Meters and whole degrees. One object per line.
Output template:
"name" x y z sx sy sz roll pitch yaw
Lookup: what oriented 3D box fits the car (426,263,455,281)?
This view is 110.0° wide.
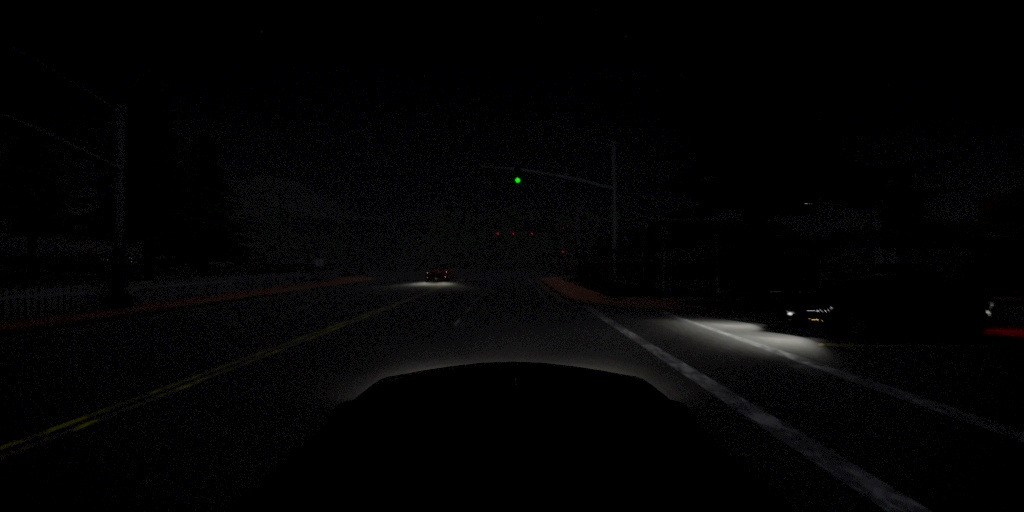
"car" -7.005 1.542 35.320 2.097 1.767 4.553 0 -1 0

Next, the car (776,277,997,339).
"car" 9.979 1.323 9.777 4.892 1.490 1.837 0 -1 0
